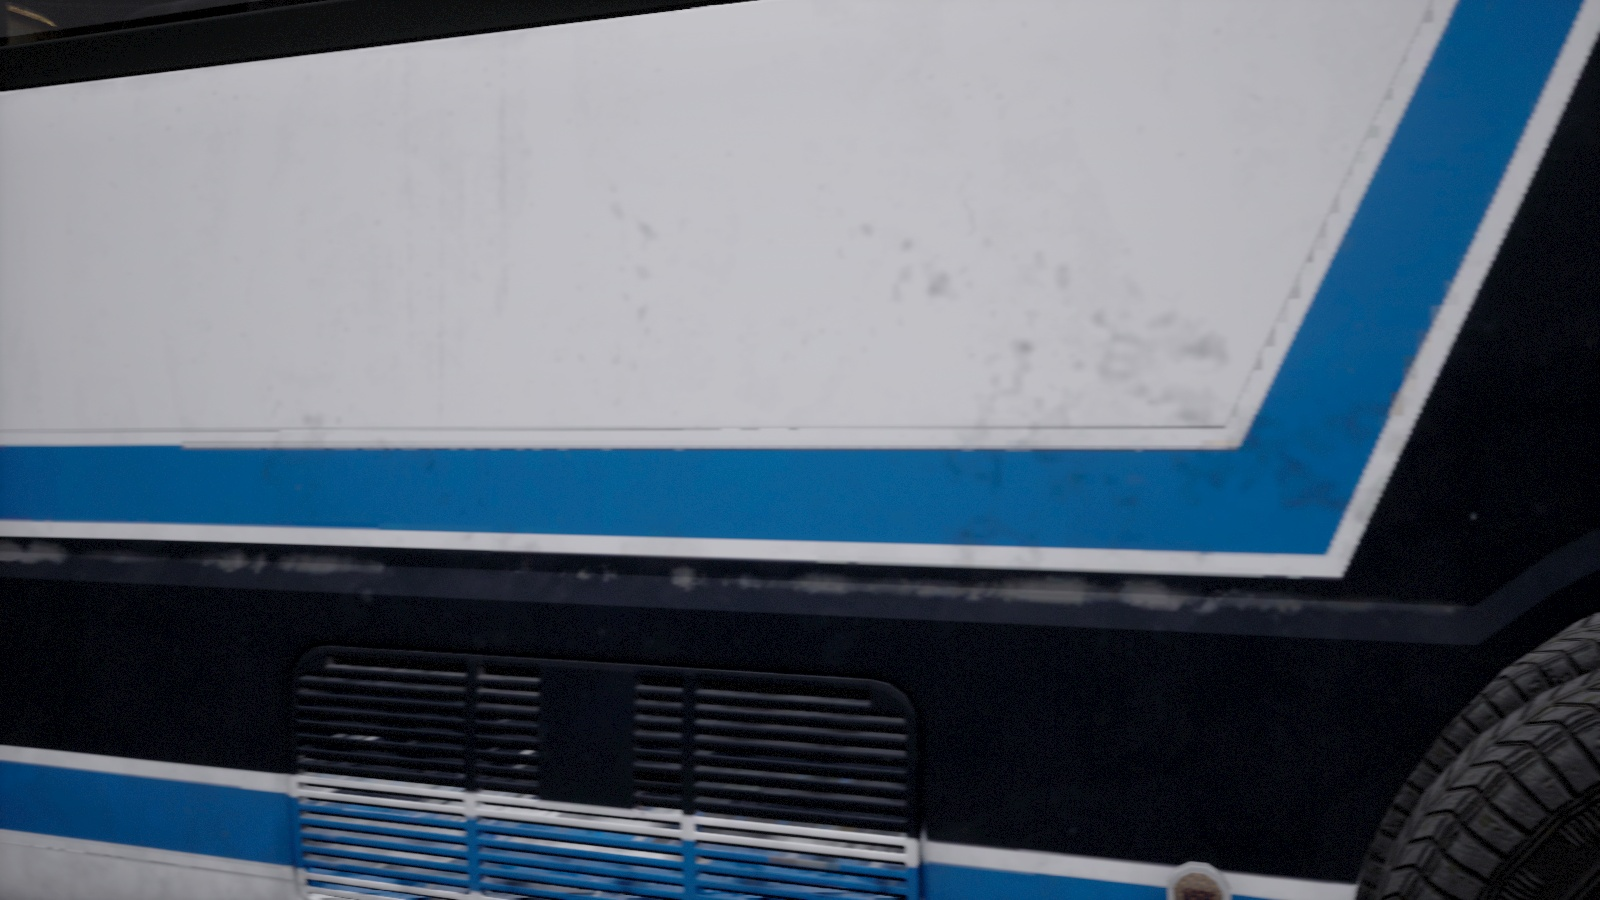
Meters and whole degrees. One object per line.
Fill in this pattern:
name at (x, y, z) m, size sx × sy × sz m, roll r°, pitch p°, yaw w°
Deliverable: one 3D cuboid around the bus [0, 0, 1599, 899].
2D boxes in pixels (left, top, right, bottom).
bus at (-0.707, -0.616, 3.938) m, size 10.273 × 4.253 × 3.944 m, roll 1°, pitch 1°, yaw 19°
